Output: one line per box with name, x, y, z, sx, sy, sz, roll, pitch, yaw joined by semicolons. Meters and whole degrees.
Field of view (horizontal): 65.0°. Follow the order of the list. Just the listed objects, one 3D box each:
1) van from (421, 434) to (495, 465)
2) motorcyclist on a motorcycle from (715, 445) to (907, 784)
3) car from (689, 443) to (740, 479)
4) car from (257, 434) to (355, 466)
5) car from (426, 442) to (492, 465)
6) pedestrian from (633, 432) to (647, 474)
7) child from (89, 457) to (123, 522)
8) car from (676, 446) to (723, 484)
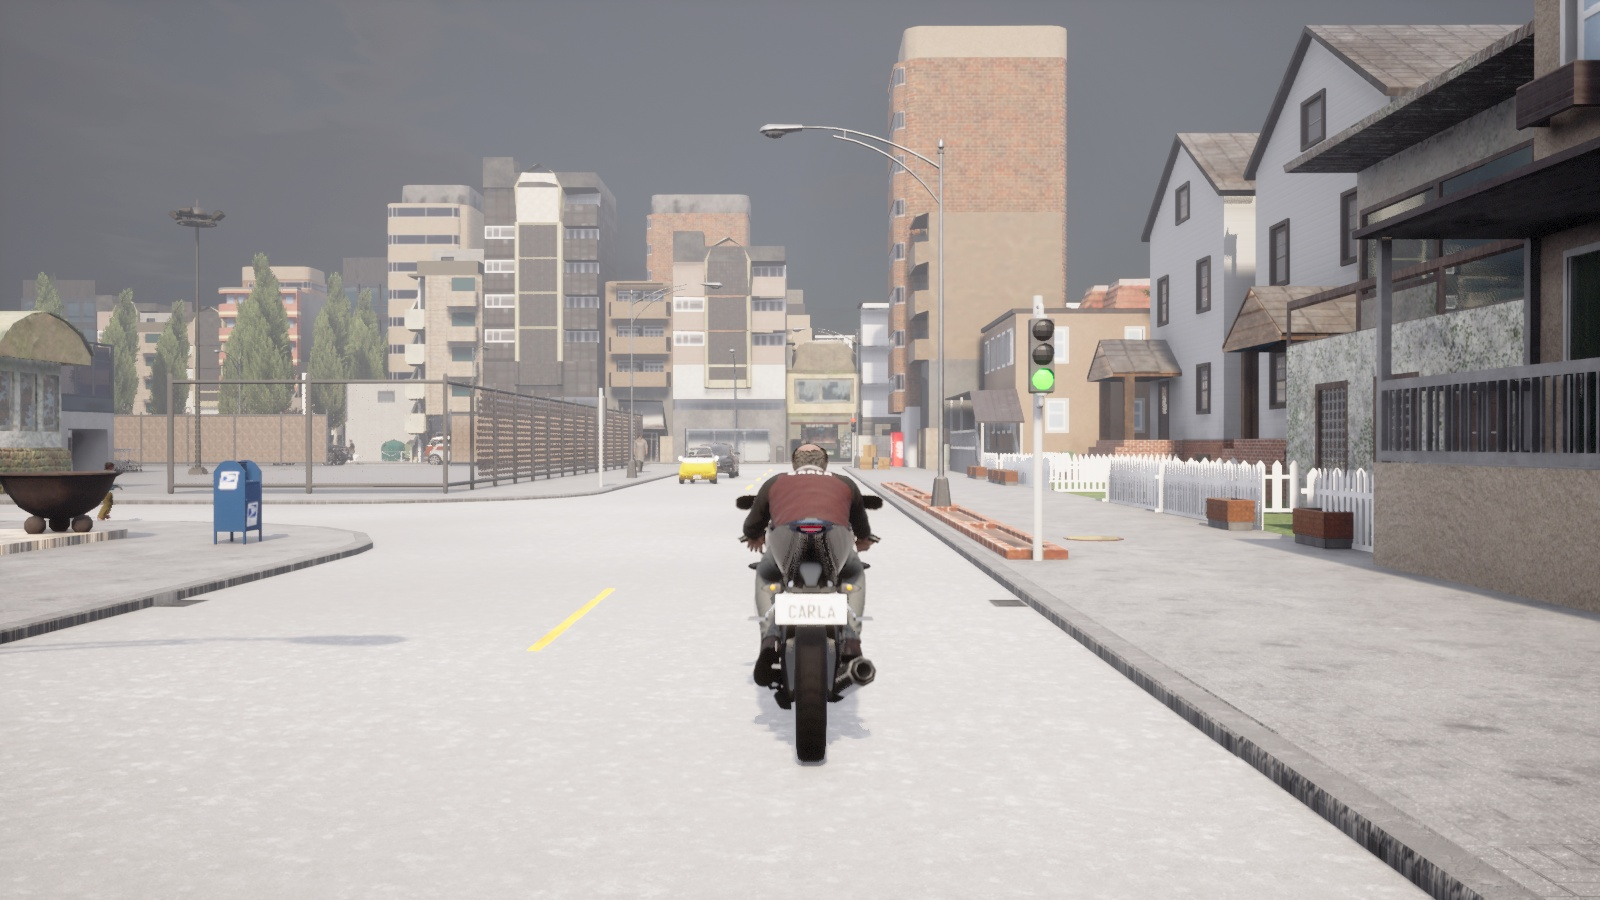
van;-23.423;-0.042;86.156;4.480;2.038;2.069;-1;0;0
motorcyclist on a motorcycle;0.053;0.743;6.777;0.866;1.530;2.191;0;0;0
car;-3.660;0.441;54.512;1.837;1.490;4.892;0;0;1
car;-32.279;-0.025;82.213;5.566;2.045;2.150;0;0;1
car;-22.269;0.230;82.157;3.806;1.475;1.970;0;0;1
pedestrian;-7.498;0.118;58.927;0.659;1.952;0.873;0;0;-6
child;-12.907;0.734;23.359;0.343;1.192;0.448;0;0;19
car;-3.681;0.537;46.247;1.481;1.376;2.207;0;0;1
